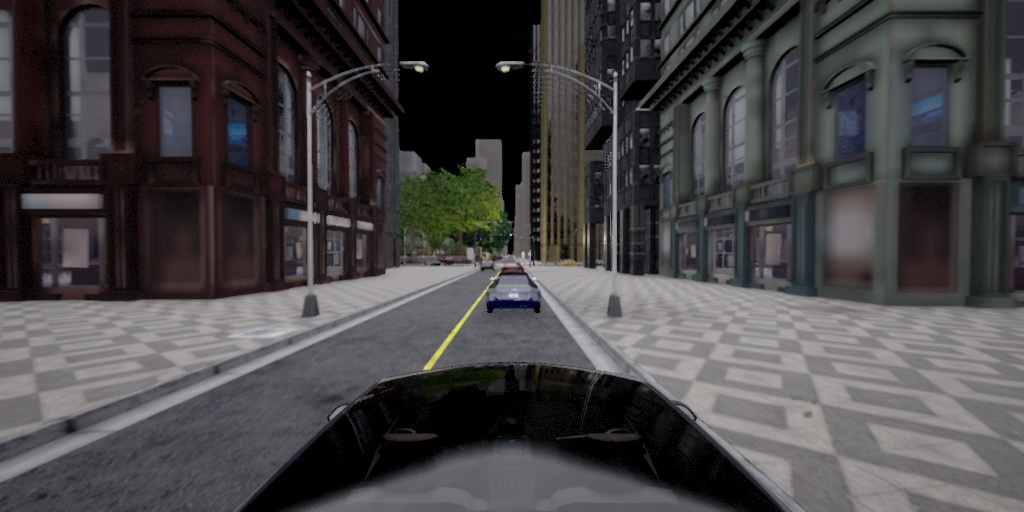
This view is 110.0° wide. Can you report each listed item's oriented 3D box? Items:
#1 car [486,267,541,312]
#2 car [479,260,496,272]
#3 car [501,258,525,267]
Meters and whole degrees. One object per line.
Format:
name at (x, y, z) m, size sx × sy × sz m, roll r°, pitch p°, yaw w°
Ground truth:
car at (0.063, 1.302, 14.126) m, size 1.994 × 1.385 × 4.181 m, roll 0°, pitch 0°, yaw 0°
car at (-3.117, 1.246, 46.925) m, size 1.837 × 1.490 × 4.892 m, roll 0°, pitch -1°, yaw 0°
car at (0.057, 1.208, 30.283) m, size 1.882 × 1.535 × 5.008 m, roll 0°, pitch 0°, yaw 0°
